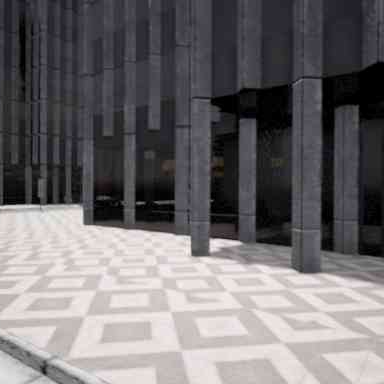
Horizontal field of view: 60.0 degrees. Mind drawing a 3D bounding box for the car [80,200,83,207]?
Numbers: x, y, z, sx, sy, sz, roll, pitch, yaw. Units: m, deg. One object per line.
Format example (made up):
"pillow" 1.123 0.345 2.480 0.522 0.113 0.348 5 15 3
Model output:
"car" -12.024 1.211 42.617 1.837 1.490 4.892 1 0 36
